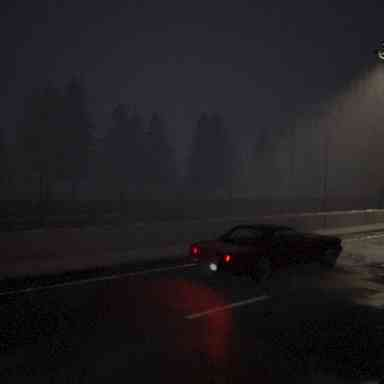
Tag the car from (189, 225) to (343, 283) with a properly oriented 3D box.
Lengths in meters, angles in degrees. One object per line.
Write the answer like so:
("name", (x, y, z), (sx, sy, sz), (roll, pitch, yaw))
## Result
("car", (2.341, 1.610, 9.714), (4.718, 1.301, 1.895), (0, 0, -35))
